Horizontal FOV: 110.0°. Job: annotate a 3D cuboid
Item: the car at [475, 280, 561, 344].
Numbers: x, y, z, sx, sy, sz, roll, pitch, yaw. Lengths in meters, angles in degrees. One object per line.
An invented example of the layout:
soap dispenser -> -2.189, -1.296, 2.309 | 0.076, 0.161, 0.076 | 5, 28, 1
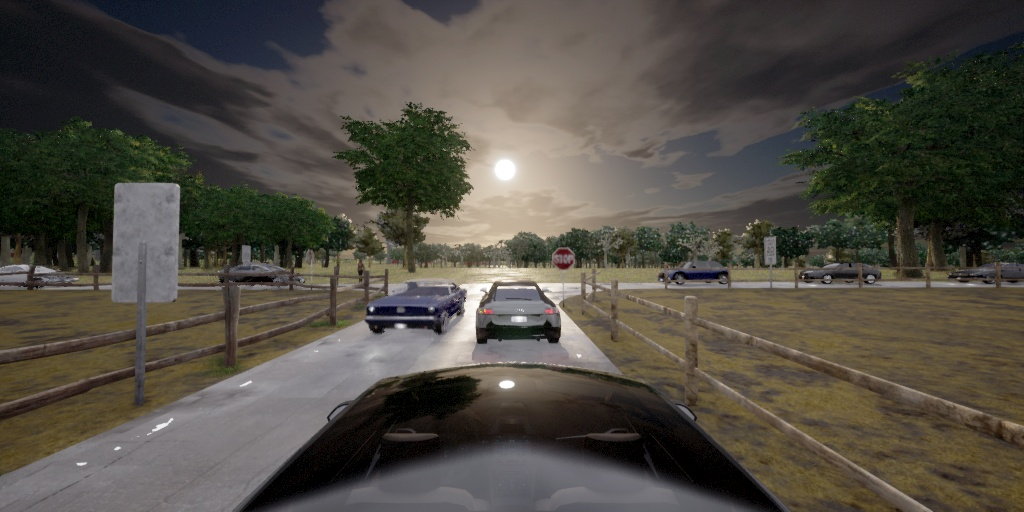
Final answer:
car -> 0.081, 1.325, 9.675 | 1.994, 1.385, 4.181 | 0, 0, -2

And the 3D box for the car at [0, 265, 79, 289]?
car -> -30.515, 1.287, 22.749 | 4.674, 1.442, 1.812 | 0, -2, 0

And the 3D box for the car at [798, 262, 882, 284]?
car -> 23.208, 1.210, 25.507 | 4.892, 1.490, 1.837 | 0, -2, 2

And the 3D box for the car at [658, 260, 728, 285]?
car -> 12.885, 1.109, 25.631 | 4.553, 1.767, 2.097 | 0, -1, -1

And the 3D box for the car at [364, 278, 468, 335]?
car -> -2.573, 1.364, 10.721 | 1.895, 1.301, 4.718 | 0, 0, 2

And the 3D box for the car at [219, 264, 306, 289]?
car -> -15.744, 1.259, 22.759 | 4.902, 1.511, 2.128 | 0, -2, 0

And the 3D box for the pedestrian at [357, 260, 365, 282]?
pedestrian -> -12.135, 1.185, 28.741 | 0.375, 1.860, 0.375 | 0, -1, 0

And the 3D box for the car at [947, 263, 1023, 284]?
car -> 33.837, 1.183, 24.684 | 5.357, 1.411, 2.033 | 0, -2, 8
